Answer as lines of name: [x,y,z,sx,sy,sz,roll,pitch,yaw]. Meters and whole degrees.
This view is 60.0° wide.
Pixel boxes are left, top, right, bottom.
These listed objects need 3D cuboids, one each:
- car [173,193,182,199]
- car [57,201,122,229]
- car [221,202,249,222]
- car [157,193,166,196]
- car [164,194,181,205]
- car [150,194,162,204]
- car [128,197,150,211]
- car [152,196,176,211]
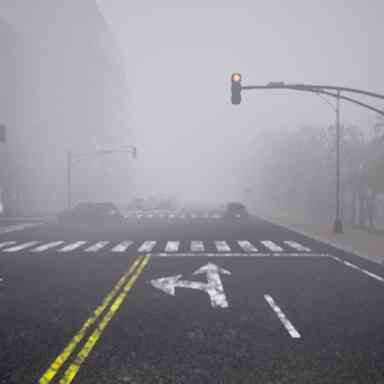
car: [-3.307,1.021,72.647,2.150,2.045,5.566,0,0,0]
car: [-6.906,1.411,22.265,4.553,1.767,2.097,0,1,31]
car: [3.323,1.516,26.195,1.812,1.442,4.674,0,0,0]
car: [-6.556,1.201,71.128,2.150,2.045,5.566,0,0,0]
car: [-3.375,1.490,57.206,1.837,1.490,4.892,0,0,0]
car: [-6.628,1.510,55.605,1.812,1.442,4.674,0,0,0]
car: [-6.629,1.510,40.781,1.812,1.442,4.674,0,0,0]
car: [-3.380,1.548,40.927,1.994,1.385,4.181,0,0,0]
